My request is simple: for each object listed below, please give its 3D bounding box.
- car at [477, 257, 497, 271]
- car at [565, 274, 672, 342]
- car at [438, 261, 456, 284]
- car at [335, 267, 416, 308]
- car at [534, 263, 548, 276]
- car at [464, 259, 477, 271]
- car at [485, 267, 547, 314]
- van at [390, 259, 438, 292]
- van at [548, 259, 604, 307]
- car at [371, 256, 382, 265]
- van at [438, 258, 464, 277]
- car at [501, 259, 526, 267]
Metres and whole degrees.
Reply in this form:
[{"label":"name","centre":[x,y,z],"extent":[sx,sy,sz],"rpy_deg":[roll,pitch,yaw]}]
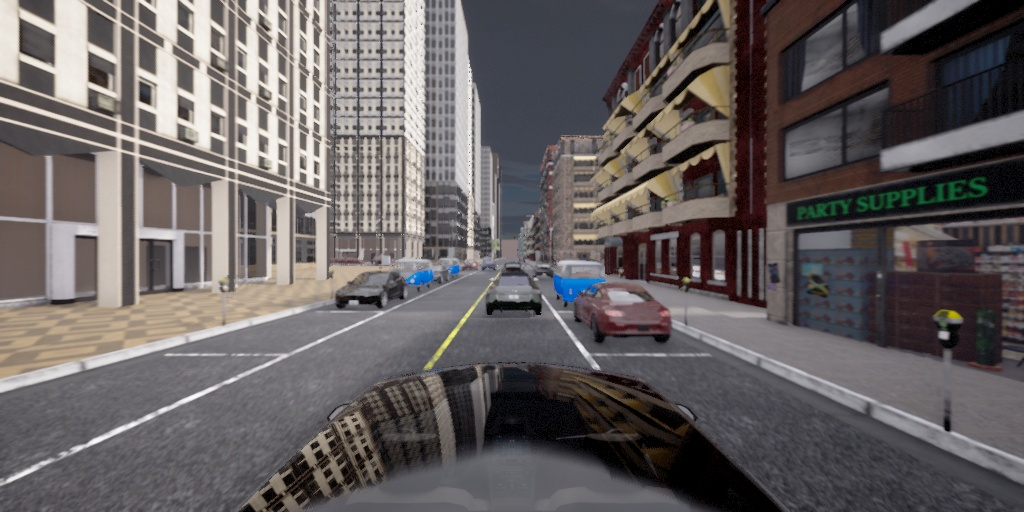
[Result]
[{"label":"car","centre":[-3.033,1.267,47.823],"extent":[2.033,1.411,5.357],"rpy_deg":[0,0,1]},{"label":"car","centre":[2.692,1.325,9.410],"extent":[1.802,1.307,4.207],"rpy_deg":[0,0,0]},{"label":"car","centre":[-5.684,1.280,26.358],"extent":[2.007,1.370,4.403],"rpy_deg":[0,0,0]},{"label":"car","centre":[-5.687,1.304,15.061],"extent":[1.948,1.339,4.313],"rpy_deg":[0,0,0]},{"label":"car","centre":[2.698,1.277,32.004],"extent":[2.007,1.370,4.403],"rpy_deg":[0,0,0]},{"label":"car","centre":[-5.679,1.159,48.952],"extent":[1.967,1.591,4.097],"rpy_deg":[0,0,0]},{"label":"car","centre":[0.075,1.303,13.687],"extent":[1.994,1.385,4.181],"rpy_deg":[0,0,0]},{"label":"van","centre":[-5.686,1.074,20.709],"extent":[1.690,1.789,3.998],"rpy_deg":[0,0,0]},{"label":"van","centre":[2.694,1.079,15.058],"extent":[1.690,1.789,3.998],"rpy_deg":[0,0,0]},{"label":"car","centre":[-21.133,0.782,59.723],"extent":[4.097,1.591,1.967],"rpy_deg":[0,0,0]},{"label":"van","centre":[-5.683,1.067,32.006],"extent":[1.690,1.789,3.998],"rpy_deg":[0,0,0]},{"label":"car","centre":[0.079,1.235,28.808],"extent":[1.837,1.490,4.892],"rpy_deg":[0,0,0]}]
